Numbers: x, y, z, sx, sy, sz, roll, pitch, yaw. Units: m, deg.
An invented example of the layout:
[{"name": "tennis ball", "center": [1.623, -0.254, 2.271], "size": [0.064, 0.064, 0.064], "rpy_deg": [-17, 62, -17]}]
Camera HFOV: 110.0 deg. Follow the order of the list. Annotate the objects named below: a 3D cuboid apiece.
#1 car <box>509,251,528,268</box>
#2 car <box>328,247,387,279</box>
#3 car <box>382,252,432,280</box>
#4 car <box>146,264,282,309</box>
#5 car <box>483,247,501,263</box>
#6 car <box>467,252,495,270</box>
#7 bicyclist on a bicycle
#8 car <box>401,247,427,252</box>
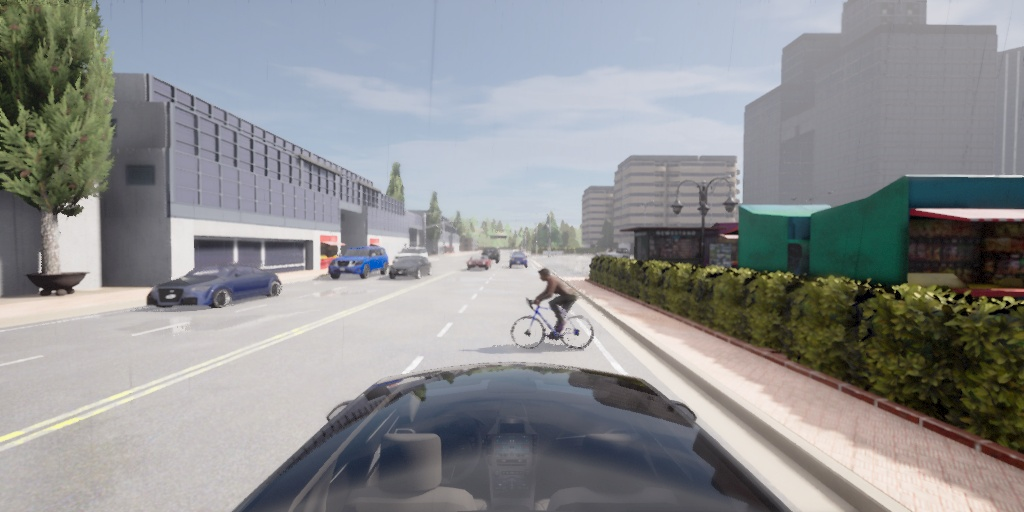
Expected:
[{"name": "car", "center": [0.675, 0.423, 37.812], "size": [1.812, 1.442, 4.674], "rpy_deg": [0, 1, 1]}, {"name": "car", "center": [-10.148, 0.383, 24.291], "size": [2.150, 2.045, 5.566], "rpy_deg": [0, 1, 1]}, {"name": "car", "center": [-6.658, 0.714, 23.930], "size": [1.837, 1.490, 4.892], "rpy_deg": [0, 1, 1]}, {"name": "car", "center": [-10.434, 1.007, 12.978], "size": [1.994, 1.385, 4.181], "rpy_deg": [0, 2, 1]}, {"name": "car", "center": [-2.724, -0.116, 47.146], "size": [2.150, 2.045, 5.566], "rpy_deg": [0, 1, 2]}, {"name": "car", "center": [-2.946, 0.597, 33.104], "size": [1.895, 1.301, 4.718], "rpy_deg": [0, 1, 1]}, {"name": "bicyclist on a bicycle", "center": [0.801, 1.061, 7.102], "size": [1.656, 1.620, 0.582], "rpy_deg": [0, 1, 0]}, {"name": "car", "center": [-9.963, 0.127, 35.866], "size": [2.150, 2.045, 5.566], "rpy_deg": [0, 1, 1]}]
